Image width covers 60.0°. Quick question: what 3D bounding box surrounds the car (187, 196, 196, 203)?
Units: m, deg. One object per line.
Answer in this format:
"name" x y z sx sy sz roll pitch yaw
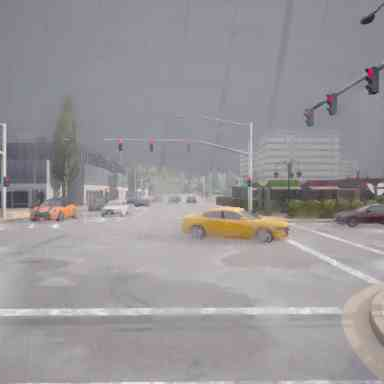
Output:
"car" -0.095 1.491 64.611 2.128 1.511 4.902 0 0 0

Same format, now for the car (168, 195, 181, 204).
"car" -3.595 1.547 64.605 2.033 1.411 5.357 0 0 0

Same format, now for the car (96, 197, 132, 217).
"car" -7.147 1.526 31.085 1.812 1.442 4.674 0 0 0

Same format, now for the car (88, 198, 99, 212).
"car" -10.656 1.502 38.749 1.837 1.490 4.892 0 1 0

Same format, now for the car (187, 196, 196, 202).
"car" -0.110 1.468 74.916 1.895 1.301 4.718 0 0 0

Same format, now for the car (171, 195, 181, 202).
"car" -3.610 1.425 74.879 1.994 1.385 4.181 0 0 0

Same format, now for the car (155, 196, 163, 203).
"car" -7.104 1.520 68.999 1.837 1.490 4.892 0 0 0

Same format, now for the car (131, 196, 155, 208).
"car" -7.171 1.547 48.517 2.033 1.411 5.357 0 0 0

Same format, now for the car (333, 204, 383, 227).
"car" 11.773 1.526 21.960 4.674 1.442 1.812 0 0 1

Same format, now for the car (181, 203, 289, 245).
"car" 1.931 1.478 15.548 5.008 1.535 1.882 0 1 24

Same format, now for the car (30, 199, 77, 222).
"car" -10.639 1.351 25.807 2.097 1.767 4.553 0 0 0

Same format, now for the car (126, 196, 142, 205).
"car" -10.652 1.547 61.548 2.033 1.411 5.357 0 0 0
